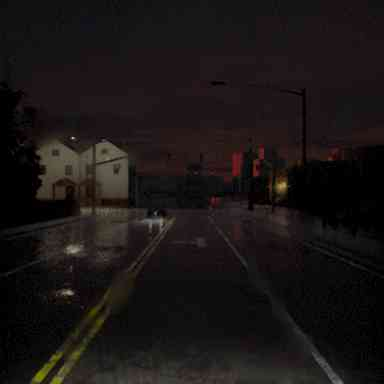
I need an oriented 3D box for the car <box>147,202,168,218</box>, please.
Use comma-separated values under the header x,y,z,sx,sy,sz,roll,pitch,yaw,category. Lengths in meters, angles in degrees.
x,y,z,sx,sy,sz,roll,pitch,yaw,category
-3.510,1.819,34.467,2.128,1.511,4.902,0,-1,0,car
